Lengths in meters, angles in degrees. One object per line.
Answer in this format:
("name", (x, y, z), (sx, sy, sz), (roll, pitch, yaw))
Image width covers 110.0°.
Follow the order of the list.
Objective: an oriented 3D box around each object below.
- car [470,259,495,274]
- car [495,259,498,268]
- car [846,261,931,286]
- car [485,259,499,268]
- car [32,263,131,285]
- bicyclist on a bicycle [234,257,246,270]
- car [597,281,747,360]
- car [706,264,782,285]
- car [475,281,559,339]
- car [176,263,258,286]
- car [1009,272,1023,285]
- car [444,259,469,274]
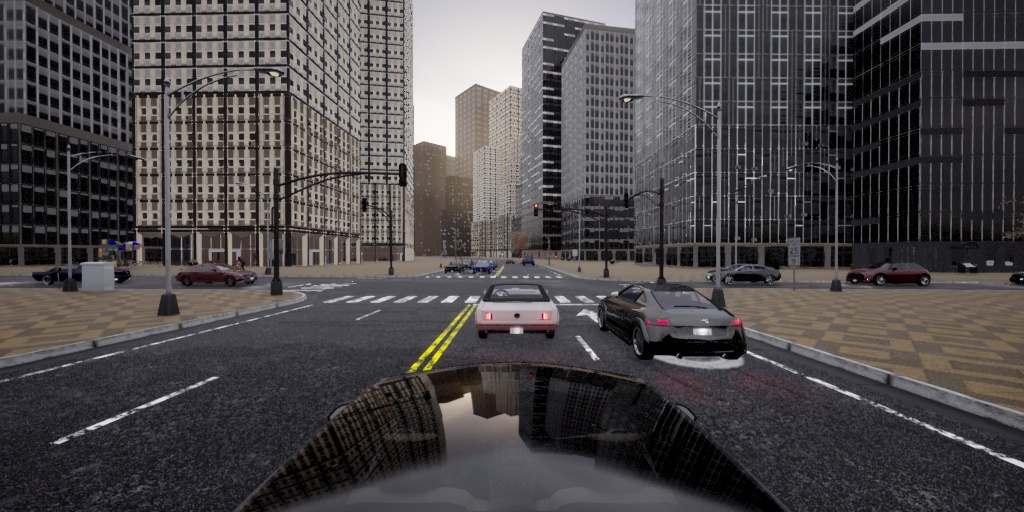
("car", (-3.296, 1.198, 40.688), (1.882, 1.535, 5.008), (0, 0, 0))
("car", (-3.282, 1.229, 50.032), (1.812, 1.442, 4.674), (0, 0, 0))
("car", (27.127, 1.209, 25.977), (4.553, 1.767, 2.097), (0, 0, 1))
("car", (-3.271, 1.229, 60.410), (2.033, 1.411, 5.357), (0, 0, 0))
("car", (-28.565, 1.226, 23.924), (4.718, 1.301, 1.895), (0, 0, 1))
("bicyclist on a bicycle", (-24.665, 0.871, 32.554), (0.582, 1.620, 1.656), (0, 1, 1))
("car", (3.364, 1.312, 8.361), (1.994, 1.385, 4.181), (0, 0, 0))
("car", (16.849, 1.301, 26.211), (4.902, 1.511, 2.128), (0, 0, 1))
("car", (0.110, 1.348, 10.078), (1.895, 1.301, 4.718), (0, 0, 0))
("car", (-19.456, 1.194, 23.683), (4.674, 1.442, 1.812), (0, 0, 1))
("car", (39.008, 1.414, 25.703), (4.892, 1.490, 1.837), (0, 0, 1))
("car", (-6.547, 1.320, 41.361), (1.895, 1.301, 4.718), (0, 0, 0))
